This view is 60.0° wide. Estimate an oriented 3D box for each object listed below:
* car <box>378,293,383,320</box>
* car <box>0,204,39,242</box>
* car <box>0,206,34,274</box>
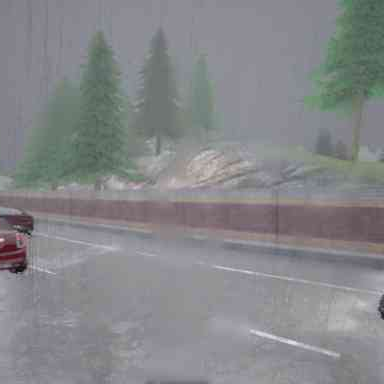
[{"bbox_3d":[5.560,1.549,4.349,5.357,1.411,2.033,0,0,35],"label":"car"},{"bbox_3d":[-9.891,1.462,17.178,5.008,1.535,1.882,0,0,44],"label":"car"},{"bbox_3d":[-6.595,1.342,9.481,4.553,1.767,2.097,0,0,40],"label":"car"}]
